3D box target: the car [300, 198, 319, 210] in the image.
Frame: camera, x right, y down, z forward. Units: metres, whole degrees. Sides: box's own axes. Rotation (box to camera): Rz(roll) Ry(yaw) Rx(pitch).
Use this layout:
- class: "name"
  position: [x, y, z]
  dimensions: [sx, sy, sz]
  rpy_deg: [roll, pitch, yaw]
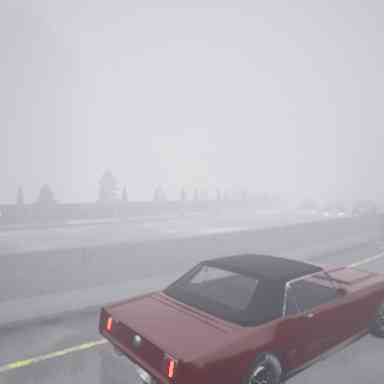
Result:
- class: "car"
  position: [15.329, 1.575, 43.265]
  dimensions: [1.837, 1.490, 4.892]
  rpy_deg: [0, 0, 28]

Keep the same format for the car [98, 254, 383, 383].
- class: "car"
  position: [1.228, 1.612, 4.877]
  dimensions: [4.718, 1.301, 1.895]
  rpy_deg: [0, 0, -38]

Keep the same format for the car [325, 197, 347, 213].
- class: "car"
  position: [16.715, 1.580, 38.580]
  dimensions: [1.812, 1.442, 4.674]
  rpy_deg: [0, 0, 30]

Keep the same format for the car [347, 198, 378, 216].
- class: "car"
  position: [16.654, 1.529, 31.966]
  dimensions: [2.128, 1.511, 4.902]
  rpy_deg: [0, 0, 33]
